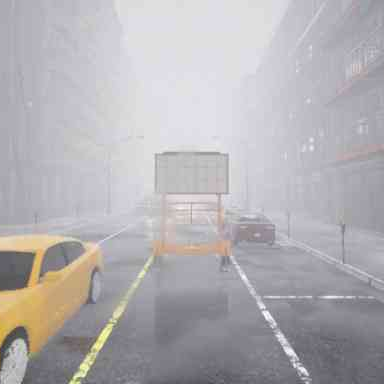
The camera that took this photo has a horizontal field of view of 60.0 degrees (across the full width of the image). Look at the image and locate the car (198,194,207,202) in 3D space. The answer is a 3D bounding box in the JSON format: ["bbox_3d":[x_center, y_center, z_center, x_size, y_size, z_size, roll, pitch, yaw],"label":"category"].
[{"bbox_3d":[2.546,1.545,81.684,2.192,1.841,5.009,1,0,0],"label":"car"}]

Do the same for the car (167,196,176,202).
[{"bbox_3d":[-5.307,1.824,87.273,1.947,1.339,4.313,1,0,0],"label":"car"}]

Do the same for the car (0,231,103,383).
[{"bbox_3d":[-2.851,1.482,5.240,1.882,1.535,5.008,0,0,0],"label":"car"}]

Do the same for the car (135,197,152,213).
[{"bbox_3d":[-5.299,1.590,37.328,1.752,1.417,4.829,2,0,0],"label":"car"}]

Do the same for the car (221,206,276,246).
[{"bbox_3d":[2.584,1.562,15.314,1.887,1.381,4.507,1,0,0],"label":"car"}]

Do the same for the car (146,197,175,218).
[{"bbox_3d":[-2.753,1.525,30.625,1.882,1.535,5.008,0,0,0],"label":"car"}]

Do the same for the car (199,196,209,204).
[{"bbox_3d":[2.587,1.620,70.622,1.967,1.590,4.097,1,0,0],"label":"car"}]

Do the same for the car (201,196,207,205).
[{"bbox_3d":[2.580,1.631,42.968,2.008,1.369,4.403,1,0,0],"label":"car"}]

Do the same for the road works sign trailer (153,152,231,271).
[{"bbox_3d":[-0.013,0.475,10.984,2.380,3.560,2.880,0,0,0],"label":"road works sign trailer"}]

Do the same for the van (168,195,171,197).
[{"bbox_3d":[-5.297,1.476,59.621,1.690,1.788,3.998,1,0,0],"label":"van"}]

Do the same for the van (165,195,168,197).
[{"bbox_3d":[-5.296,1.455,54.089,1.690,1.788,3.998,2,0,0],"label":"van"}]

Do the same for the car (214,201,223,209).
[{"bbox_3d":[2.584,1.552,21.016,1.752,1.417,4.829,1,0,0],"label":"car"}]

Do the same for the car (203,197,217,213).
[{"bbox_3d":[2.581,1.610,37.436,1.887,1.381,4.507,1,0,0],"label":"car"}]

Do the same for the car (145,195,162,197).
[{"bbox_3d":[-5.294,1.395,43.030,2.192,1.841,5.009,2,0,0],"label":"car"}]

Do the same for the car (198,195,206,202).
[{"bbox_3d":[2.578,1.679,59.560,1.887,1.381,4.507,1,0,0],"label":"car"}]

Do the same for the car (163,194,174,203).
[{"bbox_3d":[-5.299,1.520,76.211,2.192,1.841,5.009,1,0,0],"label":"car"}]

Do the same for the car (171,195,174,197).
[{"bbox_3d":[-5.298,1.496,70.682,2.192,1.841,5.009,1,0,0],"label":"car"}]
